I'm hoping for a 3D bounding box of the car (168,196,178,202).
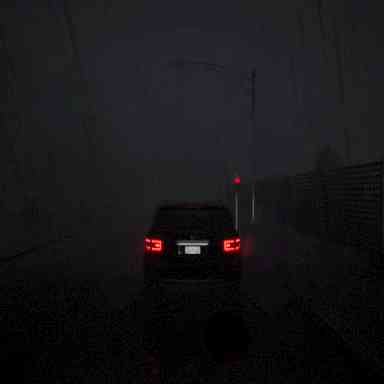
[{"bbox_3d":[-4.074,1.552,73.313,1.994,1.385,4.181,0,0,0],"label":"car"}]

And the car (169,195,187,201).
[{"bbox_3d":[-3.784,1.524,87.204,4.674,1.442,1.812,0,0,40],"label":"car"}]

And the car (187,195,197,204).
[{"bbox_3d":[0.034,1.477,65.704,1.882,1.535,5.008,0,0,0],"label":"car"}]

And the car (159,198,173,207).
[{"bbox_3d":[-4.147,1.601,53.565,1.895,1.301,4.718,0,0,0],"label":"car"}]

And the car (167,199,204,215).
[{"bbox_3d":[-0.562,1.547,34.981,2.033,1.411,5.357,0,0,21],"label":"car"}]

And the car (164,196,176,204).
[{"bbox_3d":[-4.117,1.547,63.327,2.033,1.411,5.357,0,0,0],"label":"car"}]

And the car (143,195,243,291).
[{"bbox_3d":[0.034,1.221,9.132,2.150,2.045,5.566,0,0,0],"label":"car"}]
